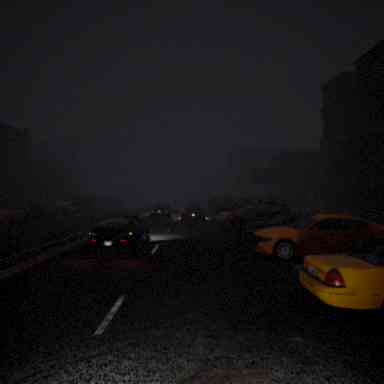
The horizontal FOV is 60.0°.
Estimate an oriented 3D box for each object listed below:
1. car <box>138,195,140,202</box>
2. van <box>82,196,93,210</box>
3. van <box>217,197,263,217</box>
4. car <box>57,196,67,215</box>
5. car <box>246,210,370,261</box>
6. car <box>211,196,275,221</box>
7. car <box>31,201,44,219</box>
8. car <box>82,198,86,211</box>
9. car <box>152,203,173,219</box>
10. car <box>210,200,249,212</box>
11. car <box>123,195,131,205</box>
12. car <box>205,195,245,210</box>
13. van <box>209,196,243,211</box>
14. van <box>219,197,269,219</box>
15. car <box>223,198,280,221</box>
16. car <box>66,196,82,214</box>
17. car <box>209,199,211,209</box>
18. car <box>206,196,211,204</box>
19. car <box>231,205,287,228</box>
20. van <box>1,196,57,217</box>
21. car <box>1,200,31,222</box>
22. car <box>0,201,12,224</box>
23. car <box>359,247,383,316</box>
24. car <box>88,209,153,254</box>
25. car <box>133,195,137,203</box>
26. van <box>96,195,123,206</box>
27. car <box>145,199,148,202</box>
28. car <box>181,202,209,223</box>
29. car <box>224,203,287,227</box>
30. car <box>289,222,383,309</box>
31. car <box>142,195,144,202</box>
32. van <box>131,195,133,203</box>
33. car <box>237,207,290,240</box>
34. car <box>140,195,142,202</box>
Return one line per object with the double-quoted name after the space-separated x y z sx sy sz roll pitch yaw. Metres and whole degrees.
-15.891 1.897 81.166 4.892 1.521 2.231 0 0 0 "car"
-15.937 1.550 45.328 4.442 1.987 1.878 0 0 0 "van"
4.838 1.500 34.218 4.442 1.987 1.878 0 0 0 "van"
-15.832 1.601 34.292 4.553 1.767 2.185 0 0 0 "car"
4.717 1.546 11.983 5.008 1.535 2.097 0 -1 0 "car"
4.684 1.438 28.665 5.566 2.045 2.435 0 0 0 "car"
-15.788 1.732 28.775 4.674 1.452 2.002 0 0 0 "car"
-15.781 1.785 39.808 4.792 1.488 2.163 0 0 0 "car"
-2.891 1.779 32.013 2.033 1.411 5.357 0 0 0 "car"
4.710 1.796 42.553 4.792 1.488 2.163 0 0 0 "car"
-15.831 1.559 67.384 5.566 2.045 2.435 0 0 0 "car"
4.783 1.533 48.237 5.566 2.045 2.435 0 0 0 "car"
4.629 1.551 45.461 4.442 1.987 1.878 0 0 0 "van"
4.833 1.483 31.564 4.442 1.987 1.878 0 0 0 "van"
4.744 1.522 23.225 4.553 1.767 2.185 0 0 0 "car"
-15.778 1.490 37.052 5.566 2.045 2.435 0 0 0 "car"
4.717 1.742 36.999 4.892 1.521 2.231 0 -1 0 "car"
4.759 1.504 39.901 5.566 2.045 2.435 0 0 0 "car"
4.742 1.628 17.665 4.792 1.488 2.163 0 -1 0 "car"
-15.679 1.485 31.536 4.442 1.987 1.878 0 0 0 "van"
-15.971 1.670 26.018 5.366 1.575 1.946 0 0 0 "car"
-15.967 1.648 23.259 5.366 1.575 1.946 0 0 0 "car"
4.713 1.527 3.655 4.674 1.452 2.002 0 0 0 "car"
-2.898 1.608 13.787 1.812 1.442 4.674 0 -1 0 "car"
-15.880 1.851 75.655 5.008 1.535 2.097 0 0 0 "car"
-15.733 1.575 61.873 4.442 1.987 1.878 0 0 0 "van"
-15.933 1.778 92.193 5.566 2.045 2.435 0 -1 0 "car"
0.106 1.768 27.973 1.994 1.385 4.181 0 0 0 "car"
4.707 1.623 20.445 5.008 1.535 2.097 0 0 0 "car"
4.896 1.499 6.426 5.366 1.575 1.946 0 0 0 "car"
-15.889 1.955 86.678 5.008 1.535 2.097 0 -1 0 "car"
-15.985 1.609 73.021 4.442 1.987 1.878 0 0 0 "van"
4.718 1.574 14.886 4.892 1.521 2.231 0 -1 0 "car"
-15.895 1.925 83.922 4.892 1.521 2.231 0 -1 0 "car"
